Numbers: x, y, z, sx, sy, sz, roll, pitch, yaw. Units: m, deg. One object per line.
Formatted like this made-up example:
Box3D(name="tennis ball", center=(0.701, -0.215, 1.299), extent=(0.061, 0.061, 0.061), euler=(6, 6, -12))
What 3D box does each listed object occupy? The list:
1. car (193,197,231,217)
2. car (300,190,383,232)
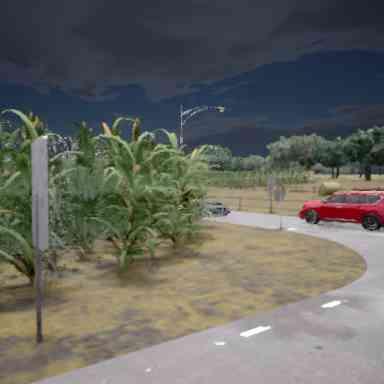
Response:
Box3D(name="car", center=(1.036, 1.110, 25.498), extent=(1.994, 1.385, 4.181), euler=(-1, 2, -36))
Box3D(name="car", center=(8.773, 0.949, 18.402), extent=(2.150, 2.045, 5.566), euler=(-4, 3, -38))
